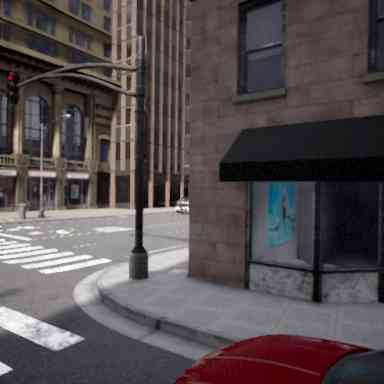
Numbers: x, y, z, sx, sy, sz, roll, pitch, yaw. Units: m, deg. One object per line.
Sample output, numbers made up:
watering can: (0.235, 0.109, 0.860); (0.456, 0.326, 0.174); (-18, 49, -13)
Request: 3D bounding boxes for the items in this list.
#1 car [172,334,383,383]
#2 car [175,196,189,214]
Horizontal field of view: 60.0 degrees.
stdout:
car: (1.829, 1.546, 1.662); (4.507, 1.381, 1.887); (0, 1, 35)
car: (0.479, 1.377, 36.499); (2.150, 2.045, 5.566); (1, 0, 35)
